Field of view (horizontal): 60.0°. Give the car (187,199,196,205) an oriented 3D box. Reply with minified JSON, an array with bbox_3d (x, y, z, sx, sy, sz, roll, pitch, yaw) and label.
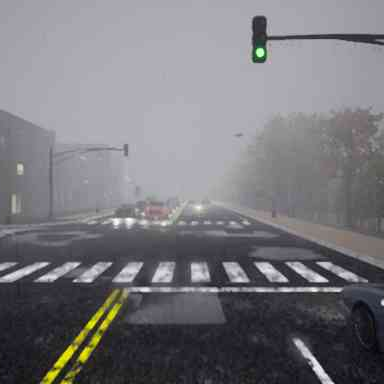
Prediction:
[{"bbox_3d":[-0.174,2.203,75.261,1.812,1.442,4.674,0,-1,0],"label":"car"}]

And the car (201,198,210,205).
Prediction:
[{"bbox_3d":[3.076,2.155,75.066,1.882,1.535,5.008,0,-1,0],"label":"car"}]

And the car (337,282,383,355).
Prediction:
[{"bbox_3d":[3.348,1.577,3.116,2.033,1.411,5.357,0,0,0],"label":"car"}]

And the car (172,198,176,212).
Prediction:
[{"bbox_3d":[-3.411,1.879,41.628,1.837,1.490,4.892,0,-1,0],"label":"car"}]

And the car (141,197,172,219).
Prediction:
[{"bbox_3d":[-3.383,1.646,32.758,2.097,1.767,4.553,0,-1,0],"label":"car"}]

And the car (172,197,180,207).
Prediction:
[{"bbox_3d":[-3.434,1.959,51.890,2.128,1.511,4.902,0,-1,0],"label":"car"}]

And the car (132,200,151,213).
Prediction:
[{"bbox_3d":[-6.668,1.906,44.666,1.837,1.490,4.892,0,-1,0],"label":"car"}]

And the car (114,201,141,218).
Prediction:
[{"bbox_3d":[-6.638,1.872,34.271,1.994,1.385,4.181,0,-1,0],"label":"car"}]
